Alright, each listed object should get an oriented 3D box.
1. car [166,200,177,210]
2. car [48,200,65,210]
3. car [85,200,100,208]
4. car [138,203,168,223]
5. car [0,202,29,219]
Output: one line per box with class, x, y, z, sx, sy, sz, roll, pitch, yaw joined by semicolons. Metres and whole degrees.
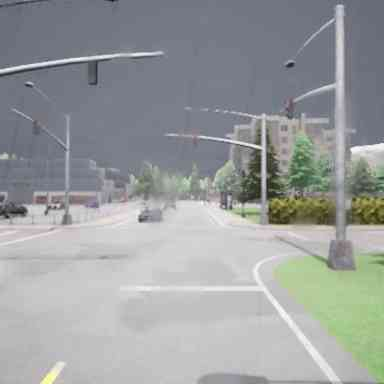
car;-3.501;2.103;54.643;1.837;1.490;4.892;0;0;0
car;-20.510;2.016;50.883;1.970;1.475;3.806;0;-1;0
car;-17.457;2.098;58.273;1.845;1.501;3.633;0;-1;0
car;-3.500;1.967;29.090;1.994;1.385;4.181;0;0;0
car;-17.703;1.740;32.243;2.007;1.523;4.514;0;-1;0
